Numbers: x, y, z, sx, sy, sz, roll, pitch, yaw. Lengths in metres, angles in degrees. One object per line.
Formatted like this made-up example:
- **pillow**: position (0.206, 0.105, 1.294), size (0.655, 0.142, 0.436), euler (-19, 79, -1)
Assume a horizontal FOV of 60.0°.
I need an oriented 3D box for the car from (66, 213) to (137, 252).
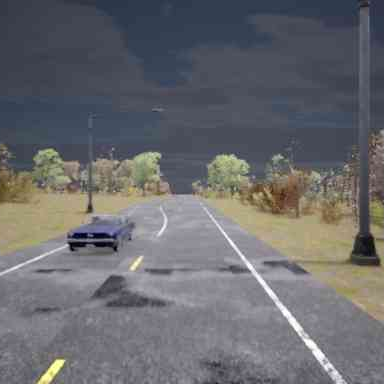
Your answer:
- **car**: position (-3.625, 1.605, 14.032), size (1.895, 1.301, 4.718), euler (0, 0, 0)
